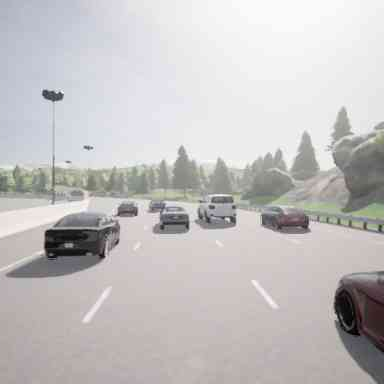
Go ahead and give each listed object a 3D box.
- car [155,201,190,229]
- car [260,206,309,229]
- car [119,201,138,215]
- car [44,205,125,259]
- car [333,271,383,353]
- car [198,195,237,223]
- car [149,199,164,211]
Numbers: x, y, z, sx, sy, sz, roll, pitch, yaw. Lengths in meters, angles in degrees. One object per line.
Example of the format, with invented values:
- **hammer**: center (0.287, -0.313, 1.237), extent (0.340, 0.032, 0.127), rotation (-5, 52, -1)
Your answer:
- **car**: center (-1.222, 1.551, 21.965), extent (2.033, 1.411, 5.357), rotation (0, 0, -6)
- **car**: center (5.836, 1.554, 21.373), extent (1.994, 1.385, 4.181), rotation (0, 0, -6)
- **car**: center (-6.432, 1.578, 33.463), extent (1.994, 1.385, 4.181), rotation (0, 0, -10)
- **car**: center (-3.938, 1.486, 12.678), extent (1.882, 1.535, 5.008), rotation (0, 0, -4)
- **car**: center (3.447, 1.557, 4.055), extent (1.994, 1.385, 4.181), rotation (0, 0, -1)
- **car**: center (1.852, 1.219, 25.568), extent (2.150, 2.045, 5.566), rotation (0, 0, -7)
- **car**: center (-4.237, 1.557, 40.909), extent (2.033, 1.411, 5.357), rotation (0, 0, -12)
